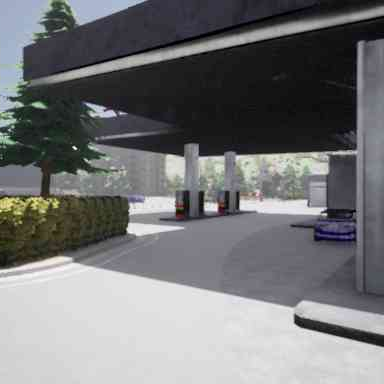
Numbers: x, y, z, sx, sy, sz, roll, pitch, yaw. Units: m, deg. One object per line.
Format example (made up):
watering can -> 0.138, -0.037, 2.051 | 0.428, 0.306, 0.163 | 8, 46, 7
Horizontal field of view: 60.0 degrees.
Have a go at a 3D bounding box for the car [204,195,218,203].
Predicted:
car -> 2.248, 1.335, 67.388 | 5.027, 1.636, 2.152 | 0, 0, 35

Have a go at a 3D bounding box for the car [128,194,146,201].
car -> -12.951, 1.322, 78.224 | 3.806, 1.475, 1.970 | 0, 0, 35

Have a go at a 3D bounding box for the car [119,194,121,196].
car -> -17.316, 1.282, 84.925 | 3.633, 1.501, 1.845 | 0, 0, 35

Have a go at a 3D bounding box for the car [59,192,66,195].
car -> -28.097, 1.024, 69.787 | 4.605, 1.855, 1.932 | 0, 0, 35

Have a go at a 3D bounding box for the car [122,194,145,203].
car -> -10.836, 1.308, 62.094 | 3.633, 1.501, 1.845 | 0, 0, 35

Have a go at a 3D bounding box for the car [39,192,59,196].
car -> -29.427, 1.008, 67.171 | 3.866, 1.878, 1.905 | 0, 0, 35

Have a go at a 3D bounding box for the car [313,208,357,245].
car -> 7.738, 1.641, 16.971 | 2.242, 1.667, 4.611 | 0, 0, 35

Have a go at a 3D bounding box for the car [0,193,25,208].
car -> -24.342, 1.106, 44.145 | 4.605, 1.855, 1.932 | 0, 0, 35

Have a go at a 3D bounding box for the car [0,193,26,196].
car -> -19.786, 1.116, 36.937 | 3.866, 1.878, 1.905 | 0, 0, 35

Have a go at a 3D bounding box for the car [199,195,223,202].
car -> 4.006, 1.340, 69.986 | 4.514, 1.523, 2.007 | 0, 0, 35
